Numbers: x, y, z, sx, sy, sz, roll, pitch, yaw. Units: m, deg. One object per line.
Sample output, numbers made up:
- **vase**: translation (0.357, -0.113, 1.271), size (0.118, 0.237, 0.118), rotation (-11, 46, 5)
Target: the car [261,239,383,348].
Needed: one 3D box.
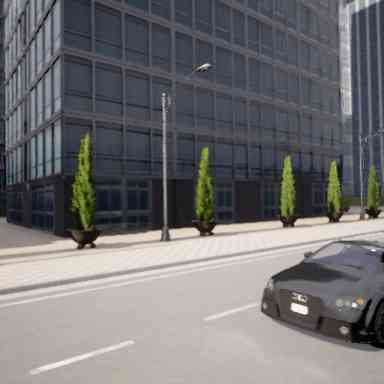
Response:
- **car**: translation (3.275, 1.662, 6.487), size (4.181, 1.385, 1.994), rotation (0, -2, -38)
